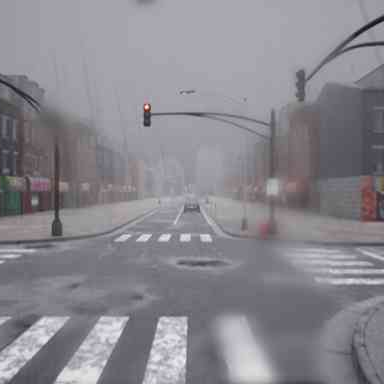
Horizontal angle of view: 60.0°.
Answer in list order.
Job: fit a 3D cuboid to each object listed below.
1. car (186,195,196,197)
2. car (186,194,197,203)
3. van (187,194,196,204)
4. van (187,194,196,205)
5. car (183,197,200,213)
[{"bbox_3d":[-0.031,1.522,42.620,1.752,1.417,4.829,0,0,0],"label":"car"},{"bbox_3d":[-0.130,1.324,70.478,2.192,1.841,5.009,0,0,0],"label":"car"},{"bbox_3d":[-0.110,1.346,64.873,1.690,1.788,3.998,0,0,0],"label":"van"},{"bbox_3d":[-0.091,1.342,59.267,1.690,1.788,3.998,0,0,0],"label":"van"},{"bbox_3d":[-0.011,1.562,36.845,1.947,1.339,4.313,0,0,0],"label":"car"}]
